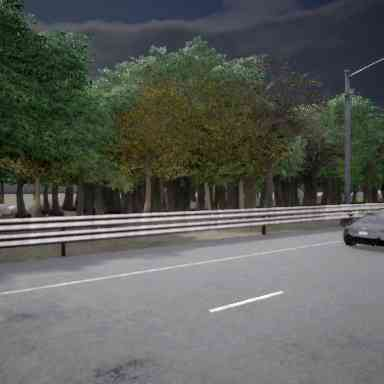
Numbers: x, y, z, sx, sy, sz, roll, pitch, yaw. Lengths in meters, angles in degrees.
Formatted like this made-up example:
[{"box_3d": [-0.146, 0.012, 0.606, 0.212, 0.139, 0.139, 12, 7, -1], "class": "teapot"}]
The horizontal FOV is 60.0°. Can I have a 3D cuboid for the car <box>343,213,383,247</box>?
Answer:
[{"box_3d": [8.269, 1.567, 14.066, 4.181, 1.385, 1.994, 0, 0, -35], "class": "car"}]
